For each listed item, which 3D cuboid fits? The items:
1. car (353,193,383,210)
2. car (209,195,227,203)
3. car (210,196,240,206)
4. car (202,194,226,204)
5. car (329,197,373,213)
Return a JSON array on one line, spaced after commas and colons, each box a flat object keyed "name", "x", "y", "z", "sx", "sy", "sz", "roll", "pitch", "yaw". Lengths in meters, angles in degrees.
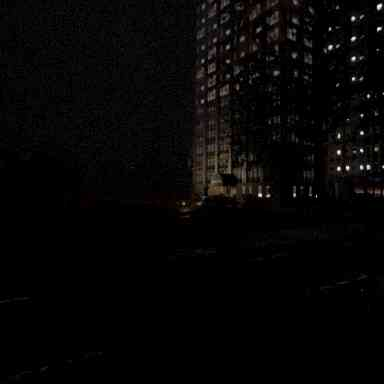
[{"name": "car", "x": 19.455, "y": 1.172, "z": 34.708, "sx": 2.150, "sy": 2.045, "sz": 5.566, "roll": 1, "pitch": 0, "yaw": -34}, {"name": "car", "x": 4.769, "y": 1.378, "z": 50.769, "sx": 1.837, "sy": 1.490, "sz": 4.892, "roll": 1, "pitch": 0, "yaw": -34}, {"name": "car", "x": 5.405, "y": 1.462, "z": 55.665, "sx": 2.033, "sy": 1.411, "sz": 5.357, "roll": 1, "pitch": 0, "yaw": -34}, {"name": "car", "x": 4.194, "y": 1.304, "z": 63.468, "sx": 2.097, "sy": 1.767, "sz": 4.553, "roll": 1, "pitch": 0, "yaw": -34}, {"name": "car", "x": 15.859, "y": 1.466, "z": 34.218, "sx": 1.994, "sy": 1.385, "sz": 4.181, "roll": 1, "pitch": 0, "yaw": -34}]
